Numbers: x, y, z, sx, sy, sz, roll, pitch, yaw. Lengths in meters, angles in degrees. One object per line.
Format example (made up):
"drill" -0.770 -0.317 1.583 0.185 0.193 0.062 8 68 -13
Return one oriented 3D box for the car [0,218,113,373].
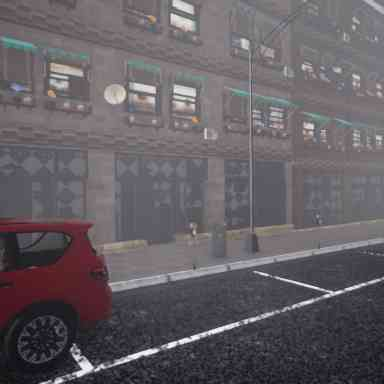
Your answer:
"car" -3.488 1.315 4.101 5.009 1.841 2.192 0 -1 -36
